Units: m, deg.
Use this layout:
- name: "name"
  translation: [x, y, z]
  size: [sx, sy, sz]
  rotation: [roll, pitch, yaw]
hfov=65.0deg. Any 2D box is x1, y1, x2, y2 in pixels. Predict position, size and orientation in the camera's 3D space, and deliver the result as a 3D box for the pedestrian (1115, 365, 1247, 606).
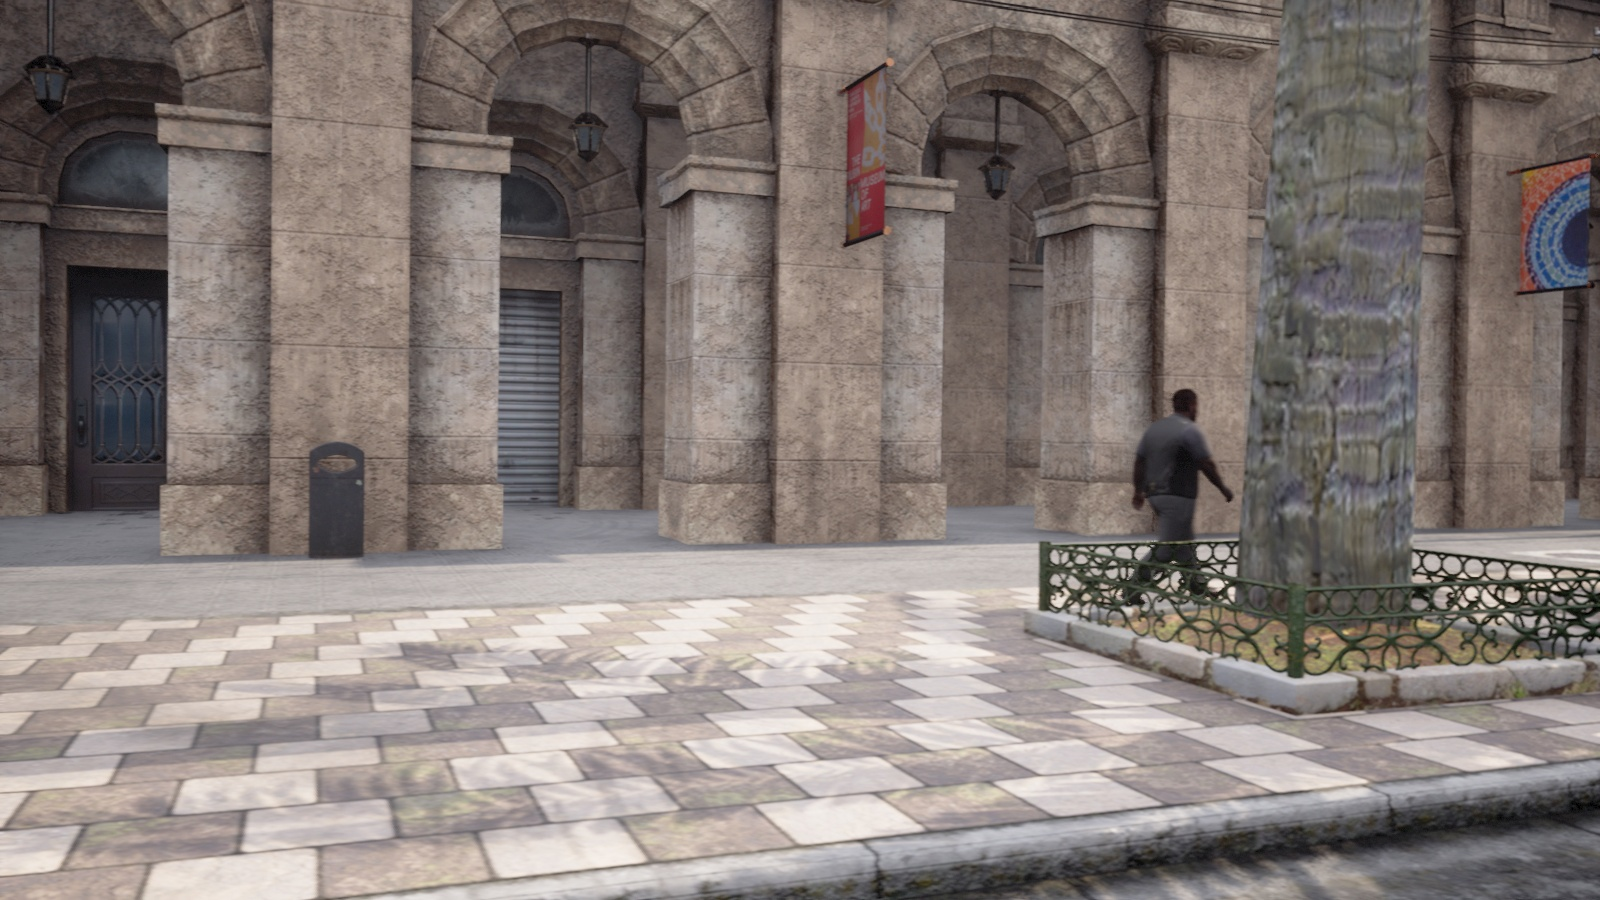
- name: "pedestrian"
  translation: [3.094, 0.271, 10.208]
  size: [0.849, 1.883, 0.563]
  rotation: [-1, 1, -21]
